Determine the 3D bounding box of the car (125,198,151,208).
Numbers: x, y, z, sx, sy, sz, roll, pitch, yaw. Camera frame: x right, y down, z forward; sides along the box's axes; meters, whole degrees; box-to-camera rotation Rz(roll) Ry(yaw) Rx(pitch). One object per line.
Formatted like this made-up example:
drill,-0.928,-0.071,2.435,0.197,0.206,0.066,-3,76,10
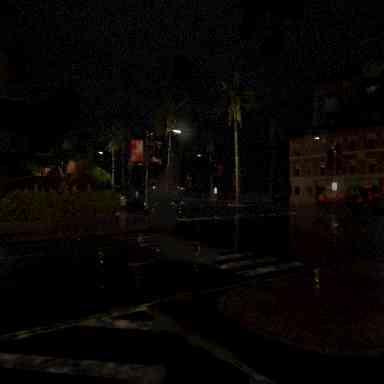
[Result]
car,-7.917,1.595,48.265,1.895,1.301,4.718,0,0,-35

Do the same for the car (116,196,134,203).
car,-13.873,1.514,68.696,1.812,1.442,4.674,0,0,-39

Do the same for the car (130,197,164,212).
car,-5.585,1.347,38.846,2.097,1.767,4.553,0,0,-35

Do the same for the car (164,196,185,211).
car,-2.750,1.346,40.905,2.097,1.767,4.553,0,0,-35
